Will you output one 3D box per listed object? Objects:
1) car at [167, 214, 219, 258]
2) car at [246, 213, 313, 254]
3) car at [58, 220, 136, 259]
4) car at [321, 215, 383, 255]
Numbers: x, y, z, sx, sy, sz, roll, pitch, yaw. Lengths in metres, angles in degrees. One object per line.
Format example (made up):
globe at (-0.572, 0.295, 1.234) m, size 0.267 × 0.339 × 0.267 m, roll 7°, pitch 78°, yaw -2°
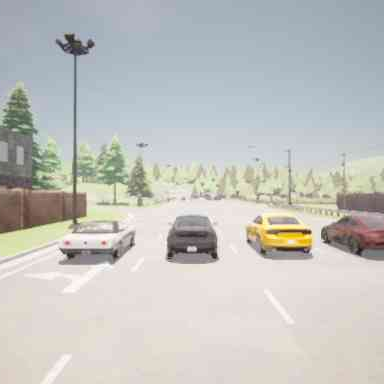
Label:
car at (0.023, 1.655, 13.491) m, size 1.837 × 1.490 × 4.892 m, roll 0°, pitch 0°, yaw 1°
car at (3.530, 1.633, 14.222) m, size 1.882 × 1.535 × 5.008 m, roll 0°, pitch 0°, yaw 1°
car at (-3.481, 1.746, 13.238) m, size 1.895 × 1.301 × 4.718 m, roll 0°, pitch -1°, yaw 0°
car at (7.028, 1.678, 13.888) m, size 1.812 × 1.442 × 4.674 m, roll 0°, pitch 0°, yaw 1°
